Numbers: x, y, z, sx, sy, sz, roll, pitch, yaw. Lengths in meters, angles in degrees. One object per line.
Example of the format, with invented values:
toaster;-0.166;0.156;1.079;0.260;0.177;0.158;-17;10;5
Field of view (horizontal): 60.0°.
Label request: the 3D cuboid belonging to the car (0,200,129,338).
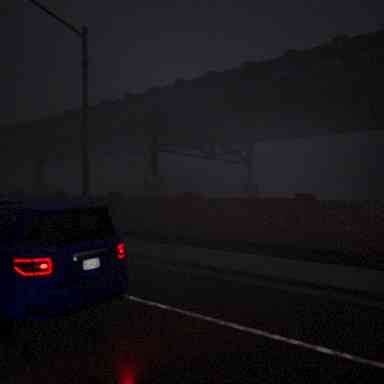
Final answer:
car;-3.719;1.171;6.641;5.566;2.045;2.150;1;0;35
